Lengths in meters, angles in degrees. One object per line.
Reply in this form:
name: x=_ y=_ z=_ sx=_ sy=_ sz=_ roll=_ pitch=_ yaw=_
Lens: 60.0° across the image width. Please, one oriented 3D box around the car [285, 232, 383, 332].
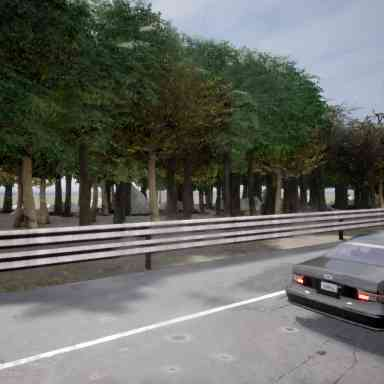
car: x=4.209 y=1.547 z=6.727 sx=5.357 sy=1.411 sz=2.033 roll=0 pitch=0 yaw=-36
